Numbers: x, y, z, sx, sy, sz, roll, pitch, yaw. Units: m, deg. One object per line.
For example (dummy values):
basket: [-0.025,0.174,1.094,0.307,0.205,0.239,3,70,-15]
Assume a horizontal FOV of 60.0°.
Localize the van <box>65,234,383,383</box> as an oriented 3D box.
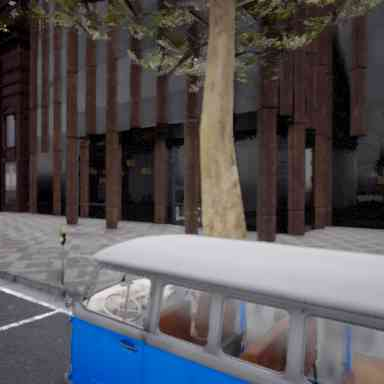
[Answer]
van: [0.697,1.336,2.583,3.998,1.788,1.690,0,0,36]
